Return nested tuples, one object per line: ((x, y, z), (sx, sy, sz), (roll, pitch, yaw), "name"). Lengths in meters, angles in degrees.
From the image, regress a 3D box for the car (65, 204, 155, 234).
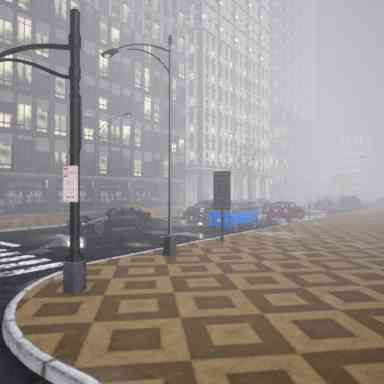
((-4.683, 1.566, 19.775), (2.033, 1.411, 5.357), (0, 0, 38), "car")

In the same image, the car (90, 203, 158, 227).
((-4.751, 1.543, 23.944), (1.752, 1.417, 4.829), (0, 0, 38), "car")

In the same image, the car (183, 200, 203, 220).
((1.291, 1.377, 27.537), (2.097, 1.767, 4.553), (0, 0, 38), "car")

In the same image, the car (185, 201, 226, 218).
((1.353, 1.606, 31.670), (1.802, 1.307, 4.206), (0, 0, 38), "car")

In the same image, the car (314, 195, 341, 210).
((17.701, 1.540, 44.048), (2.128, 1.511, 4.902), (0, 0, 38), "car")

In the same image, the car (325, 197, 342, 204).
((28.486, 1.627, 66.953), (2.008, 1.369, 4.403), (0, 0, 38), "car")

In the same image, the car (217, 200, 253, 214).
((4.745, 1.573, 36.080), (1.887, 1.381, 4.507), (0, 0, 38), "car")

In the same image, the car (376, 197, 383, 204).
((38.123, 1.659, 66.559), (1.947, 1.339, 4.313), (0, 0, 38), "car")

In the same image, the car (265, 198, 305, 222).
((7.599, 1.474, 26.865), (1.967, 1.590, 4.097), (0, 0, 38), "car")

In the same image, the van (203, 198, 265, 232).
((2.640, 1.369, 20.234), (1.690, 1.788, 3.998), (0, 0, 38), "van")

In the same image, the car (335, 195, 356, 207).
((24.401, 1.415, 52.759), (2.097, 1.767, 4.553), (0, 0, 37), "car")

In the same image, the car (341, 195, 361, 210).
((21.166, 1.370, 44.507), (2.192, 1.841, 5.009), (0, 0, 38), "car")

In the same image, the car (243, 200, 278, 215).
((7.339, 1.596, 35.388), (1.994, 1.385, 4.181), (0, 0, 38), "car")

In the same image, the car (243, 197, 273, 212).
((8.136, 1.474, 40.491), (1.967, 1.590, 4.097), (0, 0, 38), "car")
